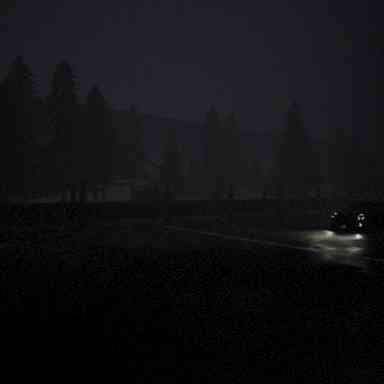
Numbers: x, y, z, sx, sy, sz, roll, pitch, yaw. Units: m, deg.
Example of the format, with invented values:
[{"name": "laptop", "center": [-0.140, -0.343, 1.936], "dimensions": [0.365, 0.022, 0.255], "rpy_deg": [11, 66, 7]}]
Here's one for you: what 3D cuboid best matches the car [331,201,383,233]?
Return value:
[{"name": "car", "center": [10.354, 1.368, 19.975], "dimensions": [4.553, 1.767, 2.097], "rpy_deg": [0, 0, -35]}]
